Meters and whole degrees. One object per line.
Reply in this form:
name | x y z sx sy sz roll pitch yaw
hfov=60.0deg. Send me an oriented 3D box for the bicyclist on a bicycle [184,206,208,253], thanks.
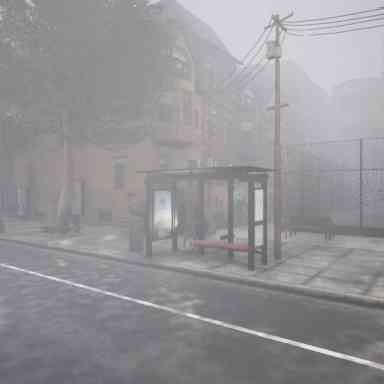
bicyclist on a bicycle | 0.233 1.342 11.907 0.582 1.620 1.656 1 -3 36
